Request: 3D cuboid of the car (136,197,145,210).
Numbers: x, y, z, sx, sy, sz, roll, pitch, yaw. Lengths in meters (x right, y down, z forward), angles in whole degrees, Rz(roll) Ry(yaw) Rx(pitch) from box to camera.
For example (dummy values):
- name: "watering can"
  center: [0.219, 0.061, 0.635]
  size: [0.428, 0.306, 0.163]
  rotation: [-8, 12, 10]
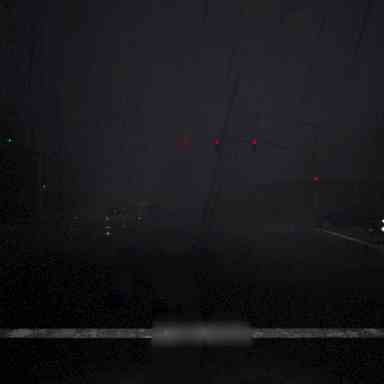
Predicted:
- name: "car"
  center: [-7.061, 1.478, 42.245]
  size: [1.882, 1.535, 5.008]
  rotation: [0, 0, 0]

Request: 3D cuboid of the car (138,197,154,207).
- name: "car"
  center: [-7.051, 1.505, 51.731]
  size: [1.837, 1.490, 4.892]
  rotation: [0, 0, 0]

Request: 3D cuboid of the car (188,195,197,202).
- name: "car"
  center: [0.057, 1.413, 73.933]
  size: [1.994, 1.385, 4.181]
  rotation: [0, 0, 0]

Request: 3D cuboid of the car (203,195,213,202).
- name: "car"
  center: [3.557, 1.386, 73.930]
  size: [2.128, 1.511, 4.902]
  rotation: [0, 0, 0]

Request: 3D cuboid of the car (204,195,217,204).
- name: "car"
  center: [3.549, 1.352, 63.791]
  size: [2.097, 1.767, 4.553]
  rotation: [0, 0, 0]

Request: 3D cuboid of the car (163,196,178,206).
- name: "car"
  center: [-3.537, 1.492, 55.672]
  size: [2.128, 1.511, 4.902]
  rotation: [0, 0, 0]

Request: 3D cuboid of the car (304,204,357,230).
- name: "car"
  center: [9.665, 1.525, 21.020]
  size: [5.008, 1.535, 1.882]
  rotation: [0, 0, 0]

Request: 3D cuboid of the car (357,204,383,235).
- name: "car"
  center: [11.534, 1.406, 17.382]
  size: [4.553, 1.767, 2.097]
  rotation: [0, 0, -2]

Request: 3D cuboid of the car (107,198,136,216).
- name: "car"
  center: [-7.069, 1.526, 32.951]
  size: [1.812, 1.442, 4.674]
  rotation: [0, 0, 0]

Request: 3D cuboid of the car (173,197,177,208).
- name: "car"
  center: [-3.559, 1.564, 45.614]
  size: [1.994, 1.385, 4.181]
  rotation: [0, 0, 0]

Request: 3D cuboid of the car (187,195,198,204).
- name: "car"
  center: [0.049, 1.505, 63.823]
  size: [1.837, 1.490, 4.892]
  rotation: [0, 0, 0]

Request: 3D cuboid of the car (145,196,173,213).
- name: "car"
  center: [-3.560, 1.352, 37.045]
  size: [2.097, 1.767, 4.553]
  rotation: [0, 0, 0]

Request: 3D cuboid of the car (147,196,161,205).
- name: "car"
  center: [-7.015, 1.492, 62.140]
  size: [2.128, 1.511, 4.902]
  rotation: [0, 0, 0]
